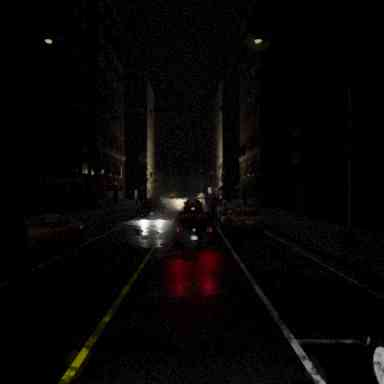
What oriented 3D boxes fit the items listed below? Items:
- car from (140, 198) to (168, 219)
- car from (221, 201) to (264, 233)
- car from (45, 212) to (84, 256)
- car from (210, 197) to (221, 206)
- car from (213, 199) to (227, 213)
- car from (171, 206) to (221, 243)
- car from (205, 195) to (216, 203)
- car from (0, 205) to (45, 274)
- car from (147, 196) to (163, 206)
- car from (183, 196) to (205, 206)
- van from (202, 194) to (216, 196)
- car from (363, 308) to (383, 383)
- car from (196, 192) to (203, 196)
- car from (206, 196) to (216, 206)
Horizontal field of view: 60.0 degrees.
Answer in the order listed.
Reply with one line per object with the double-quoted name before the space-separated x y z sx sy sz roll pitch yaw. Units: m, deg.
"car" -3.091 1.459 27.487 1.994 1.385 4.181 0 0 0
"car" 2.861 1.453 18.722 1.752 1.417 4.829 0 0 0
"car" -5.665 1.474 12.909 1.752 1.417 4.829 0 0 0
"car" 2.864 1.412 29.619 1.752 1.417 4.829 0 0 0
"car" 2.862 1.458 24.000 2.008 1.369 4.403 0 0 0
"car" 0.096 1.540 15.564 1.895 1.301 4.718 0 0 0
"car" 2.867 1.415 40.346 1.947 1.339 4.313 0 0 0
"car" -5.668 1.284 7.628 2.192 1.841 5.009 0 0 0
"car" -5.655 1.376 51.236 1.947 1.339 4.313 0 0 0
"car" 0.104 1.400 33.266 1.812 1.442 4.674 0 0 0
"van" 2.870 1.151 51.242 1.690 1.788 3.998 0 0 0
"car" 2.857 1.541 2.207 2.008 1.369 4.403 0 0 0
"car" 2.675 1.190 90.602 1.752 1.417 4.829 0 0 -1
"car" 2.865 1.434 34.897 1.947 1.339 4.313 0 0 0
